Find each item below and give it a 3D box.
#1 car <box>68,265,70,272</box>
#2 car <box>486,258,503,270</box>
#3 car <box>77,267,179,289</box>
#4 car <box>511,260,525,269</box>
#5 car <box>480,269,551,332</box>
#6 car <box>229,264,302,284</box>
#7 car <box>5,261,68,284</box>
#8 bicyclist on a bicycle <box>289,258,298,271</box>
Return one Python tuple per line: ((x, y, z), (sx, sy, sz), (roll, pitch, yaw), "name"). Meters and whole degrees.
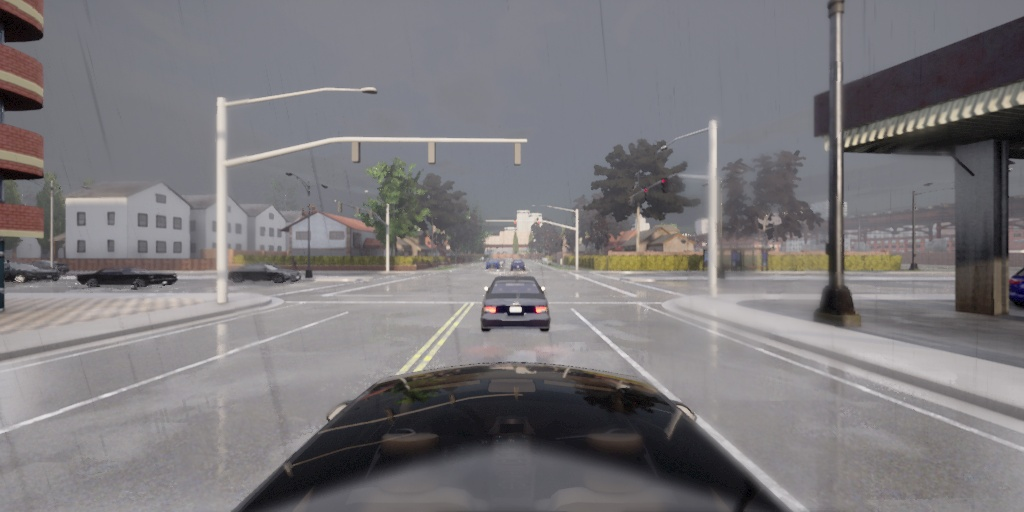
((-50.014, 1.242, 37.987), (4.892, 1.490, 1.837), (0, 0, 1), "car")
((-2.825, 1.209, 53.619), (1.882, 1.535, 5.008), (0, 0, 1), "car")
((-23.935, 1.343, 22.480), (4.718, 1.301, 1.895), (0, 0, 1), "car")
((0.812, 1.258, 50.158), (1.812, 1.442, 4.674), (0, 0, 0), "car")
((0.084, 1.294, 10.864), (2.033, 1.411, 5.357), (0, 0, 0), "car")
((-17.793, 1.267, 25.907), (4.674, 1.442, 1.812), (0, 0, 1), "car")
((-36.225, 1.219, 26.177), (5.008, 1.535, 1.882), (0, 0, 1), "car")
((-26.531, 1.036, 43.509), (0.582, 1.620, 1.656), (0, 0, 1), "bicyclist on a bicycle")
